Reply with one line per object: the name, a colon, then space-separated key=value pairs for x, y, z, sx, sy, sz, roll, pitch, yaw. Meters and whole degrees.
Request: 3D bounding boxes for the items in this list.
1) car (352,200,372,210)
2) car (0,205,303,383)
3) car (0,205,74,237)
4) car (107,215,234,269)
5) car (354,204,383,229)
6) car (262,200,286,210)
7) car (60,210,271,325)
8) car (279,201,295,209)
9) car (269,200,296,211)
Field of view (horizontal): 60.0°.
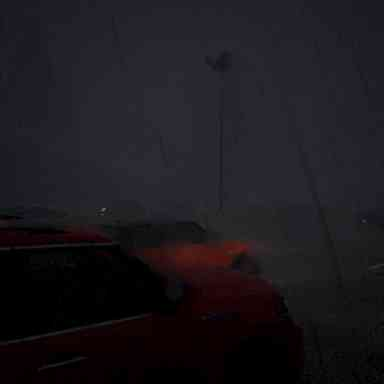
car: x=28.775 y=2.130 z=56.248 sx=2.128 sy=1.511 sz=4.902 roll=0 pitch=0 yaw=37
car: x=-1.468 y=1.232 z=2.773 sx=5.566 sy=2.045 sz=2.150 roll=1 pitch=0 yaw=-36
car: x=-9.488 y=1.571 z=18.844 sx=4.902 sy=1.511 sz=2.128 roll=1 pitch=-1 yaw=-37
car: x=-0.695 y=1.652 z=12.102 sx=4.181 sy=1.385 sz=1.994 roll=1 pitch=-1 yaw=-37
car: x=13.242 y=1.800 z=23.798 sx=4.674 sy=1.442 sz=1.812 roll=1 pitch=-1 yaw=-42
car: x=13.191 y=2.029 z=53.358 sx=1.812 sy=1.442 sz=4.674 roll=0 pitch=1 yaw=42
car: x=-0.460 y=1.409 z=7.880 sx=4.553 sy=1.767 sz=2.097 roll=1 pitch=-1 yaw=-36
car: x=10.009 y=1.834 z=35.456 sx=4.902 sy=1.511 sz=2.128 roll=1 pitch=-1 yaw=-44
car: x=13.367 y=1.976 z=48.989 sx=1.837 sy=1.490 sz=4.892 roll=0 pitch=-1 yaw=42
